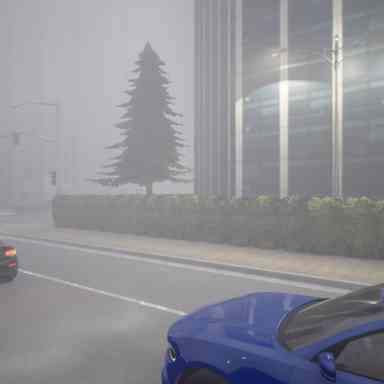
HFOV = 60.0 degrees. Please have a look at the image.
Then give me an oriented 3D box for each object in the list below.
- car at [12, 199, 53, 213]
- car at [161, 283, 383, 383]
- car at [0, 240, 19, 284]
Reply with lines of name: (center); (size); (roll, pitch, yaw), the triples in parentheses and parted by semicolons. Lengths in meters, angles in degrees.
car: (-17.157, 1.547, 37.407); (2.033, 1.411, 5.357); (0, 0, 36)
car: (1.994, 1.478, 2.571); (5.008, 1.535, 1.882); (0, 0, 36)
car: (-6.134, 1.526, 8.321); (4.674, 1.442, 1.812); (0, 0, 36)
